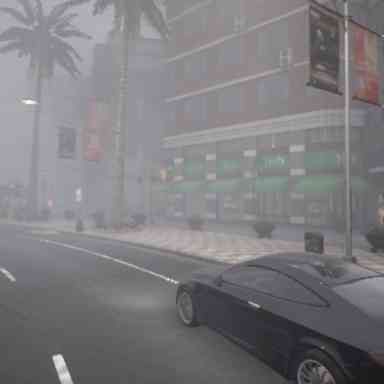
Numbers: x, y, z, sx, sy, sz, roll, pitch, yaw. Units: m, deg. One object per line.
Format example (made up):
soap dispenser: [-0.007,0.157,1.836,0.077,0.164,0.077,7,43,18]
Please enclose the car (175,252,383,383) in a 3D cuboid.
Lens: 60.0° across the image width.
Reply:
car: [1.415,1.627,4.919,1.812,1.442,4.674,1,-1,-29]
